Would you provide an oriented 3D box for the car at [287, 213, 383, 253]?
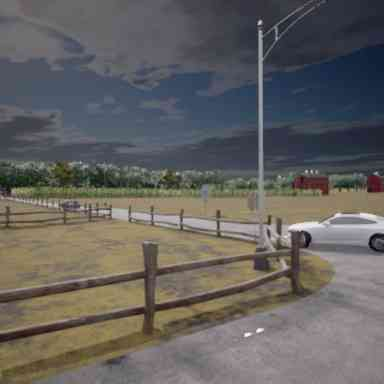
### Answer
[{"bbox_3d":[6.436,1.611,14.107,4.674,1.442,1.812,-1,0,27],"label":"car"}]

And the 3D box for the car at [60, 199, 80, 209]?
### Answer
[{"bbox_3d":[-18.432,1.760,50.166,2.033,1.411,5.357,-1,1,-35],"label":"car"}]
